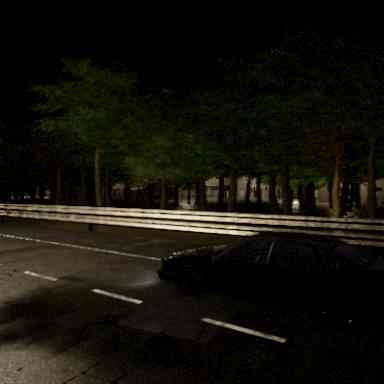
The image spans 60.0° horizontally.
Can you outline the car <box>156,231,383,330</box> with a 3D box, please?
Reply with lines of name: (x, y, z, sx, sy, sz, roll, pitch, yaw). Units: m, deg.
car: (1.793, 1.549, 6.888, 5.357, 1.411, 2.033, 0, 0, 35)
